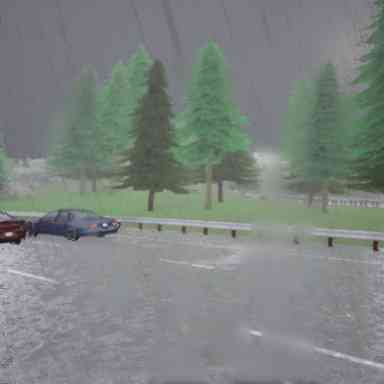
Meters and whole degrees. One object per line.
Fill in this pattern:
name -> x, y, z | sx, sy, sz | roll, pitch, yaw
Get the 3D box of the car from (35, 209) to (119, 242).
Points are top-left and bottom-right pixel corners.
car -> -6.049, 1.525, 16.259 | 5.357, 1.411, 2.033 | 0, 0, 32

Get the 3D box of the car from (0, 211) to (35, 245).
car -> -9.070, 1.454, 13.982 | 5.008, 1.535, 1.882 | 0, 0, 32
